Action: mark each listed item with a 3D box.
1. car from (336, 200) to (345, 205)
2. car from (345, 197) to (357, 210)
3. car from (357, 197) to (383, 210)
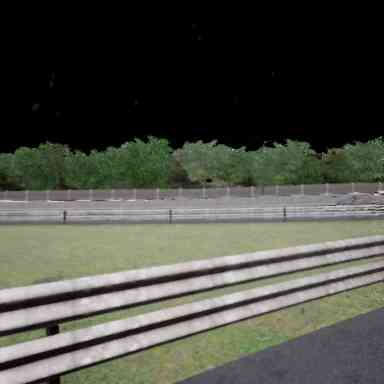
[{"bbox_3d":[20.347,1.298,40.163,5.357,1.411,2.033,-2,1,7],"label":"car"},{"bbox_3d":[19.933,1.343,36.688,4.674,1.442,1.812,-2,1,7],"label":"car"},{"bbox_3d":[19.518,1.403,33.213,4.674,1.442,1.812,-2,1,7],"label":"car"}]
